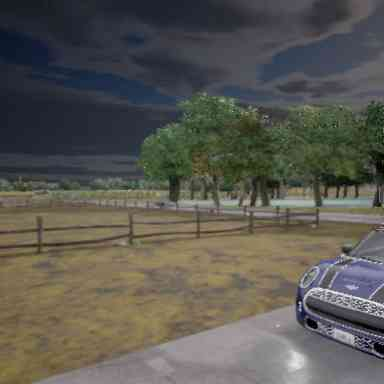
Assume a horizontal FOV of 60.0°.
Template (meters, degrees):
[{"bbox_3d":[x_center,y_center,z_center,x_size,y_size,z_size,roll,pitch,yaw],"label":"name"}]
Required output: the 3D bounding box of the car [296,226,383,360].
[{"bbox_3d":[3.903,1.395,5.848,4.553,1.767,2.097,0,0,-35],"label":"car"}]

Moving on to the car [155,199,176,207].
[{"bbox_3d":[-4.815,1.932,59.926,2.128,1.511,4.902,-2,1,-35],"label":"car"}]
